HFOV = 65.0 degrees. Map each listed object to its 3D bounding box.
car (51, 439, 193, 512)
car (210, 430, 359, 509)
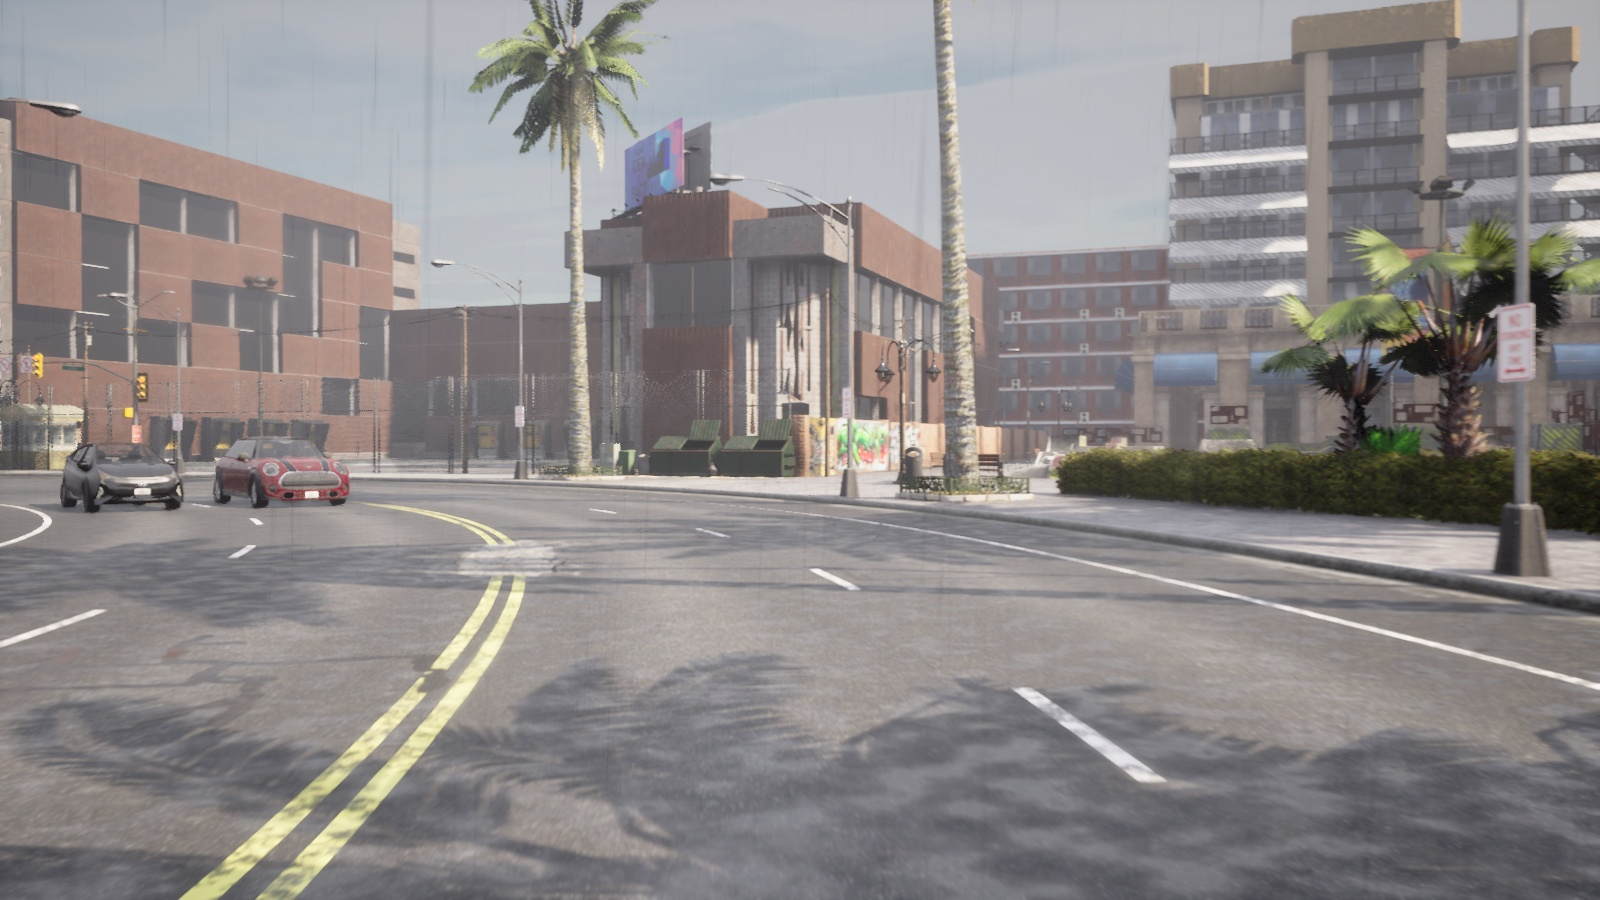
[{"bbox_3d":[-15.591,0.528,28.773,2.007,1.525,4.514,0,0,-40],"label":"car"},{"bbox_3d":[-12.656,0.429,30.689,2.097,1.767,4.553,0,0,-40],"label":"car"}]
